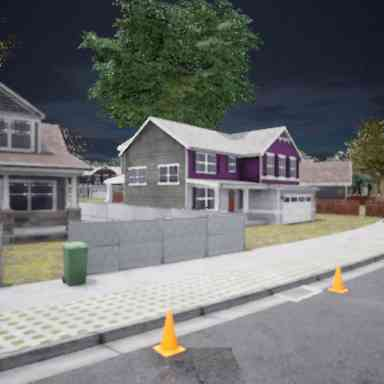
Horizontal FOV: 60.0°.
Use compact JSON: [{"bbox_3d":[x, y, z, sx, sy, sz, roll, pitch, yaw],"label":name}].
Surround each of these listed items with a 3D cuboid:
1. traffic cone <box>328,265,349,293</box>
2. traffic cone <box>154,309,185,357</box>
[{"bbox_3d":[3.474,2.038,7.887,0.340,0.580,0.340,1,-1,-40],"label":"traffic cone"},{"bbox_3d":[-0.324,1.989,4.817,0.340,0.580,0.340,1,-1,-38],"label":"traffic cone"}]
